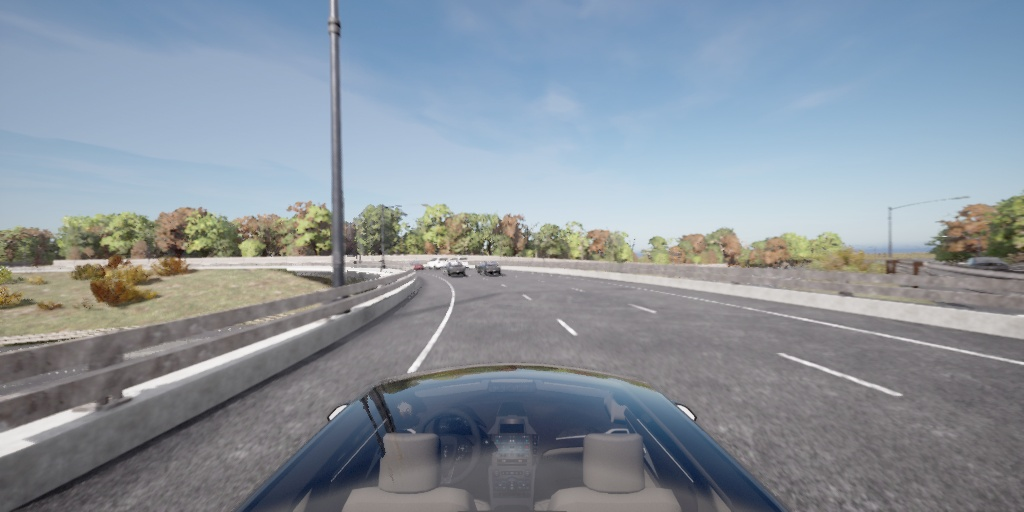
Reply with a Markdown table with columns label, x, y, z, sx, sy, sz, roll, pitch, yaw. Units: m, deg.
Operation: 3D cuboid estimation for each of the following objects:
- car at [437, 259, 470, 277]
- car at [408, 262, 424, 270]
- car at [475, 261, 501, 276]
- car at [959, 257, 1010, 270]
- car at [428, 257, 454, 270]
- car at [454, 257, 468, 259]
| label | x | y | z | sx | sy | sz | roll | pitch | yaw |
| --- | --- | --- | --- | --- | --- | --- | --- | --- | --- |
| car | -6.167 | 1.358 | 37.722 | 2.128 | 1.511 | 4.902 | -1 | 0 | -20 |
| car | -15.521 | 1.601 | 57.329 | 1.994 | 1.385 | 4.181 | -1 | 0 | -32 |
| car | -2.558 | 1.291 | 38.061 | 2.128 | 1.511 | 4.902 | -1 | 0 | -19 |
| car | 36.503 | 0.872 | 27.758 | 1.837 | 1.490 | 4.892 | -1 | -2 | 45 |
| car | -11.930 | 1.194 | 58.171 | 2.150 | 2.045 | 5.566 | -1 | 0 | -31 |
| car | -9.036 | 1.153 | 60.136 | 2.150 | 2.045 | 5.566 | -1 | 0 | -32 |
